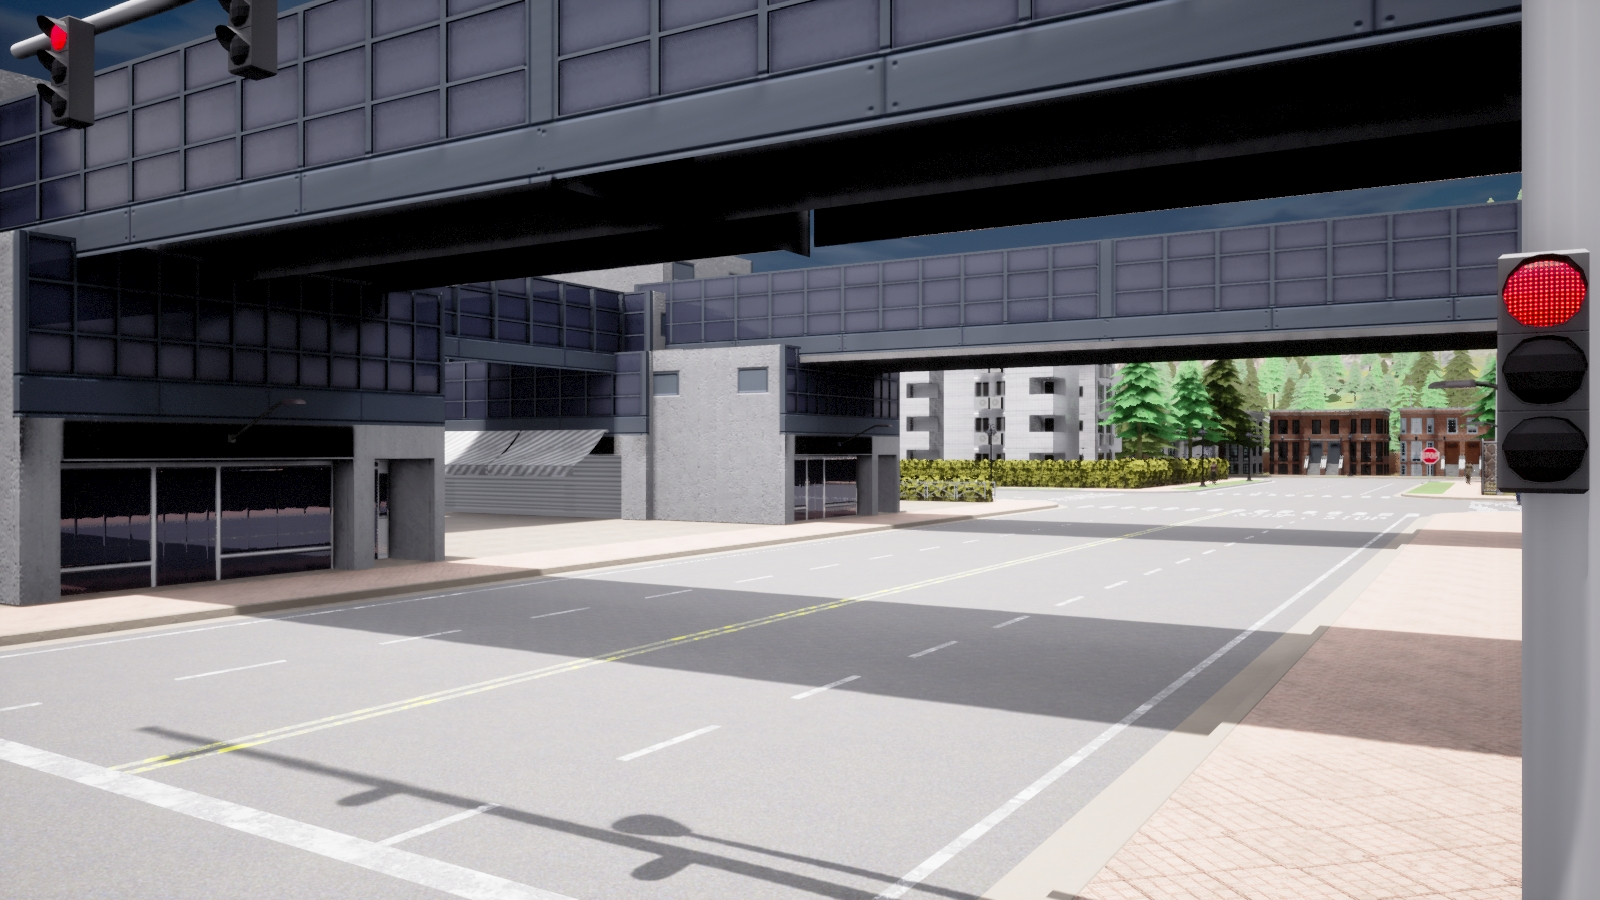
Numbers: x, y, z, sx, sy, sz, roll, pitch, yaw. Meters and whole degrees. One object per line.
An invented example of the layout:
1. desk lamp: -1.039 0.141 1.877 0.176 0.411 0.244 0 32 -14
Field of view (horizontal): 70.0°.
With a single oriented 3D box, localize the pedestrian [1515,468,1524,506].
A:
1. pedestrian: 36.118 1.849 57.369 0.375 1.860 0.375 0 0 30
